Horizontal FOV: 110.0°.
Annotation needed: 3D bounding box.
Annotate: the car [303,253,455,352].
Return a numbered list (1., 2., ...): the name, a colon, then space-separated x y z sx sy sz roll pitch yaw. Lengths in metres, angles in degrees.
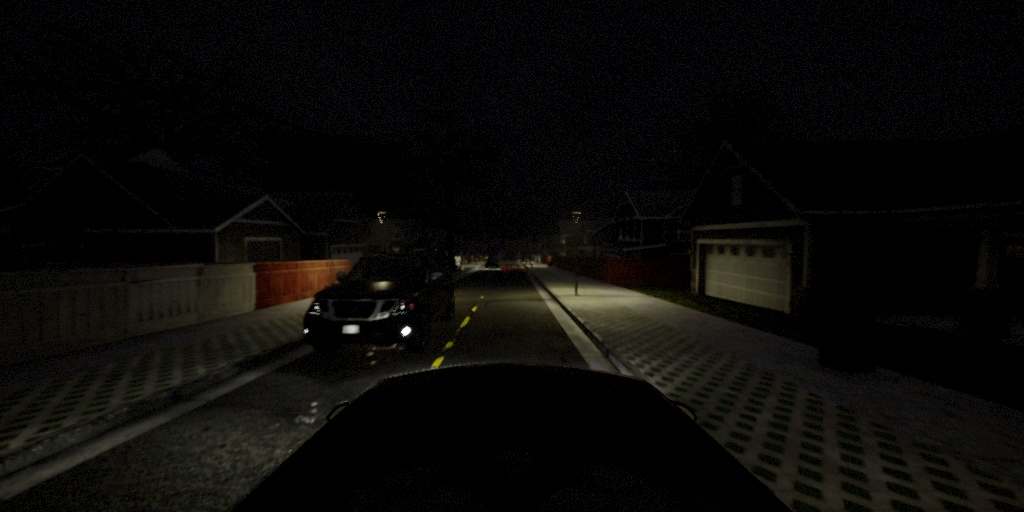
1. car: -2.846 0.928 9.106 2.150 2.045 5.566 0 0 0

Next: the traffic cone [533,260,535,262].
1. traffic cone: 2.847 1.263 50.579 0.340 0.580 0.340 0 0 17

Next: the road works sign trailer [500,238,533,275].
1. road works sign trailer: 0.377 0.005 35.878 2.380 3.560 2.880 0 0 -7

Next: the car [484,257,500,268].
1. car: -2.796 0.962 50.971 1.837 1.490 4.892 0 1 0
